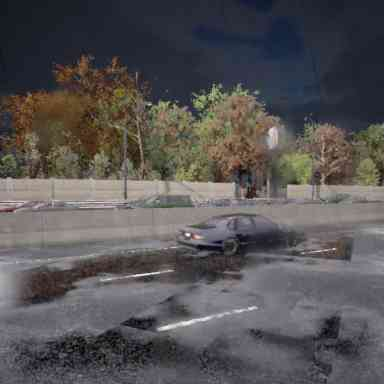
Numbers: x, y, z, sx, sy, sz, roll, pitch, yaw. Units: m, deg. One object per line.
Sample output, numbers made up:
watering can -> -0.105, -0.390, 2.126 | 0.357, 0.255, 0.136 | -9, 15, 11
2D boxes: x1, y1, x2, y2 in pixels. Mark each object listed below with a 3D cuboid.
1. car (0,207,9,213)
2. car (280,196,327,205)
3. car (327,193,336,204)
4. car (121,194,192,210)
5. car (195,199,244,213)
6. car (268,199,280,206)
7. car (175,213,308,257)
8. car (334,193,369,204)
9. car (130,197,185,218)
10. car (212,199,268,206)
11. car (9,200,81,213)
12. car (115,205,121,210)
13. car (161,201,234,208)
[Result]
car -> -13.629, 1.478, 28.301 | 5.008, 1.535, 1.882 | 0, 0, -30
car -> 13.436, 1.493, 40.101 | 4.902, 1.511, 2.128 | 0, 0, -30
car -> 20.974, 1.228, 48.570 | 5.566, 2.045, 2.150 | 0, 0, -30
car -> -2.464, 1.221, 26.727 | 5.566, 2.045, 2.150 | 0, 0, -30
car -> 3.174, 1.548, 38.152 | 5.357, 1.411, 2.033 | 0, 0, -30
car -> 12.052, 1.549, 43.345 | 5.357, 1.411, 2.033 | 0, 0, -30
car -> 2.007, 1.546, 12.890 | 5.357, 1.411, 2.033 | 0, 0, -30
car -> 21.952, 1.358, 45.090 | 4.553, 1.767, 2.097 | 0, 0, -30
car -> -3.153, 1.352, 30.380 | 4.553, 1.767, 2.097 | 0, 0, -30
car -> 5.035, 1.548, 35.180 | 5.357, 1.411, 2.033 | 0, 0, -31
car -> -11.135, 1.492, 25.704 | 4.902, 1.511, 2.128 | 0, 0, -30
car -> -5.260, 1.505, 33.200 | 4.892, 1.490, 1.837 | 0, 0, -30
car -> 0.456, 1.600, 24.387 | 4.718, 1.301, 1.895 | 0, 0, -30
